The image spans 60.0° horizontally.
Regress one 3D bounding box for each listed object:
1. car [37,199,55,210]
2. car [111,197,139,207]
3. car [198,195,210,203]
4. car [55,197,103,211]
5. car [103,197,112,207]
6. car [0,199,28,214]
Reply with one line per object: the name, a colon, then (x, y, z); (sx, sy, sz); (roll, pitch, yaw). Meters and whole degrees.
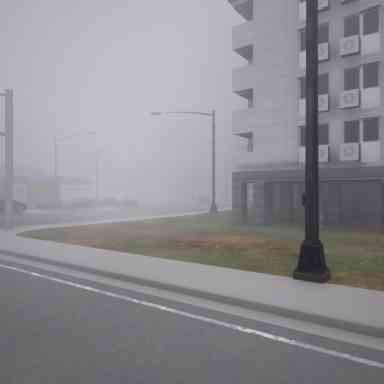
car: (-17.577, 1.564, 42.491); (1.994, 1.385, 4.181); (0, 0, 31)
car: (-9.930, 1.601, 50.862); (1.895, 1.301, 4.718); (0, 0, 16)
car: (2.333, 1.351, 67.101); (2.097, 1.767, 4.553); (0, 0, -3)
car: (-14.061, 1.492, 41.573); (2.128, 1.511, 4.902); (0, 0, 30)
car: (-13.356, 1.478, 51.663); (1.882, 1.535, 5.008); (0, 0, 16)
car: (-19.362, 1.478, 33.714); (1.882, 1.535, 5.008); (0, 0, 36)
